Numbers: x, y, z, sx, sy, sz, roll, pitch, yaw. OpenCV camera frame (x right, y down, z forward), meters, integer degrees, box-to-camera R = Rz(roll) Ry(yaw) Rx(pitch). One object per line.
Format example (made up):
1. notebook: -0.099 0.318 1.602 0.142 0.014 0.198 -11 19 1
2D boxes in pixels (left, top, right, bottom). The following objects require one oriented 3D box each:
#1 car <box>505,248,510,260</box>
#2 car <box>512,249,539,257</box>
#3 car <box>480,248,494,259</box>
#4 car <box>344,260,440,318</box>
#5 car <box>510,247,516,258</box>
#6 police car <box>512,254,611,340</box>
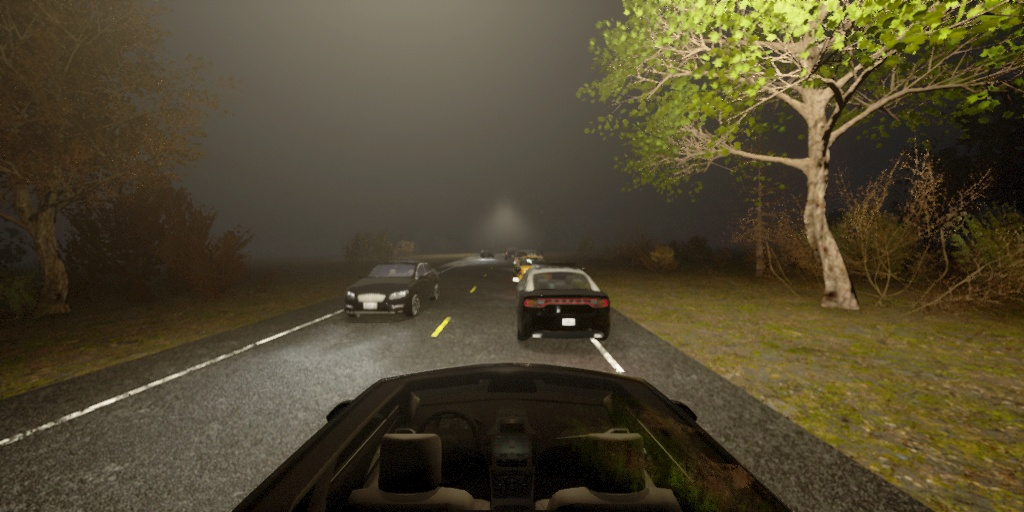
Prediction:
1. car: 0.027 -0.234 47.343 1.812 1.442 4.674 0 2 1
2. car: 1.050 0.625 19.289 1.801 1.575 5.366 0 2 0
3. car: -3.575 -0.433 52.311 2.128 1.511 4.902 0 2 0
4. car: -3.596 0.917 11.537 2.128 1.511 4.902 0 2 0
5. car: 1.049 0.329 25.062 2.097 1.767 4.553 0 2 0
6. police car: 1.050 0.927 9.211 1.930 1.638 5.238 0 2 0
